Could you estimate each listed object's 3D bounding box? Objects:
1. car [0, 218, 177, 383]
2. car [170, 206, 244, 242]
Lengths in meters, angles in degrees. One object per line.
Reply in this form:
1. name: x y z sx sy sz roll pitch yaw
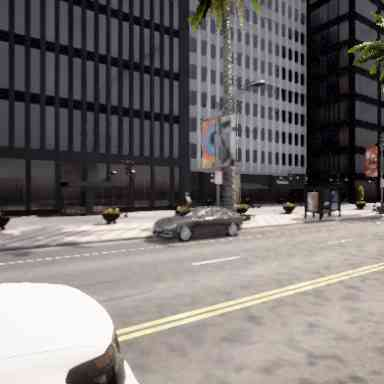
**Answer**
1. car: -3.014 1.219 1.598 5.566 2.045 2.150 0 0 -35
2. car: 0.405 1.484 16.549 4.892 1.521 2.231 0 0 -35
